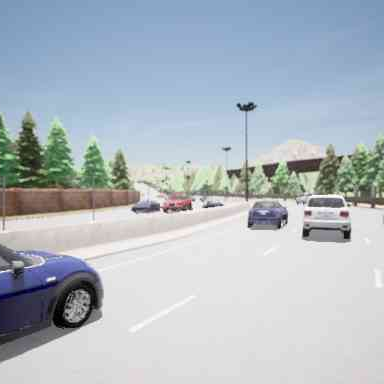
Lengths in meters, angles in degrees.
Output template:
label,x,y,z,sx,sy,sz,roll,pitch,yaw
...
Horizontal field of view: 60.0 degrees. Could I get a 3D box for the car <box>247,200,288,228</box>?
label,x,y,z,sx,sy,sz,roll,pitch,yaw
car,5.139,1.347,22.196,2.097,1.767,4.553,0,0,22

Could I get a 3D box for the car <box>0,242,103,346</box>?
label,x,y,z,sx,sy,sz,roll,pitch,yaw
car,-3.494,1.358,4.809,2.097,1.767,4.553,0,0,32

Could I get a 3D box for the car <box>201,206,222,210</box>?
label,x,y,z,sx,sy,sz,roll,pitch,yaw
car,2.293,1.601,37.175,1.895,1.301,4.718,0,0,13

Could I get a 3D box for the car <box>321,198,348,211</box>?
label,x,y,z,sx,sy,sz,roll,pitch,yaw
car,17.821,1.543,41.702,1.994,1.385,4.181,0,0,7

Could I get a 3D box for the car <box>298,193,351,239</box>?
label,x,y,z,sx,sy,sz,roll,pitch,yaw
car,7.163,1.206,17.730,2.150,2.045,5.566,0,-1,23

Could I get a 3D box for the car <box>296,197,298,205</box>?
label,x,y,z,sx,sy,sz,roll,pitch,yaw
car,19.090,1.200,55.580,2.150,2.045,5.566,0,0,1

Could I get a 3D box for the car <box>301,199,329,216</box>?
label,x,y,z,sx,sy,sz,roll,pitch,yaw
car,12.630,1.533,34.436,2.033,1.411,5.357,0,0,13
